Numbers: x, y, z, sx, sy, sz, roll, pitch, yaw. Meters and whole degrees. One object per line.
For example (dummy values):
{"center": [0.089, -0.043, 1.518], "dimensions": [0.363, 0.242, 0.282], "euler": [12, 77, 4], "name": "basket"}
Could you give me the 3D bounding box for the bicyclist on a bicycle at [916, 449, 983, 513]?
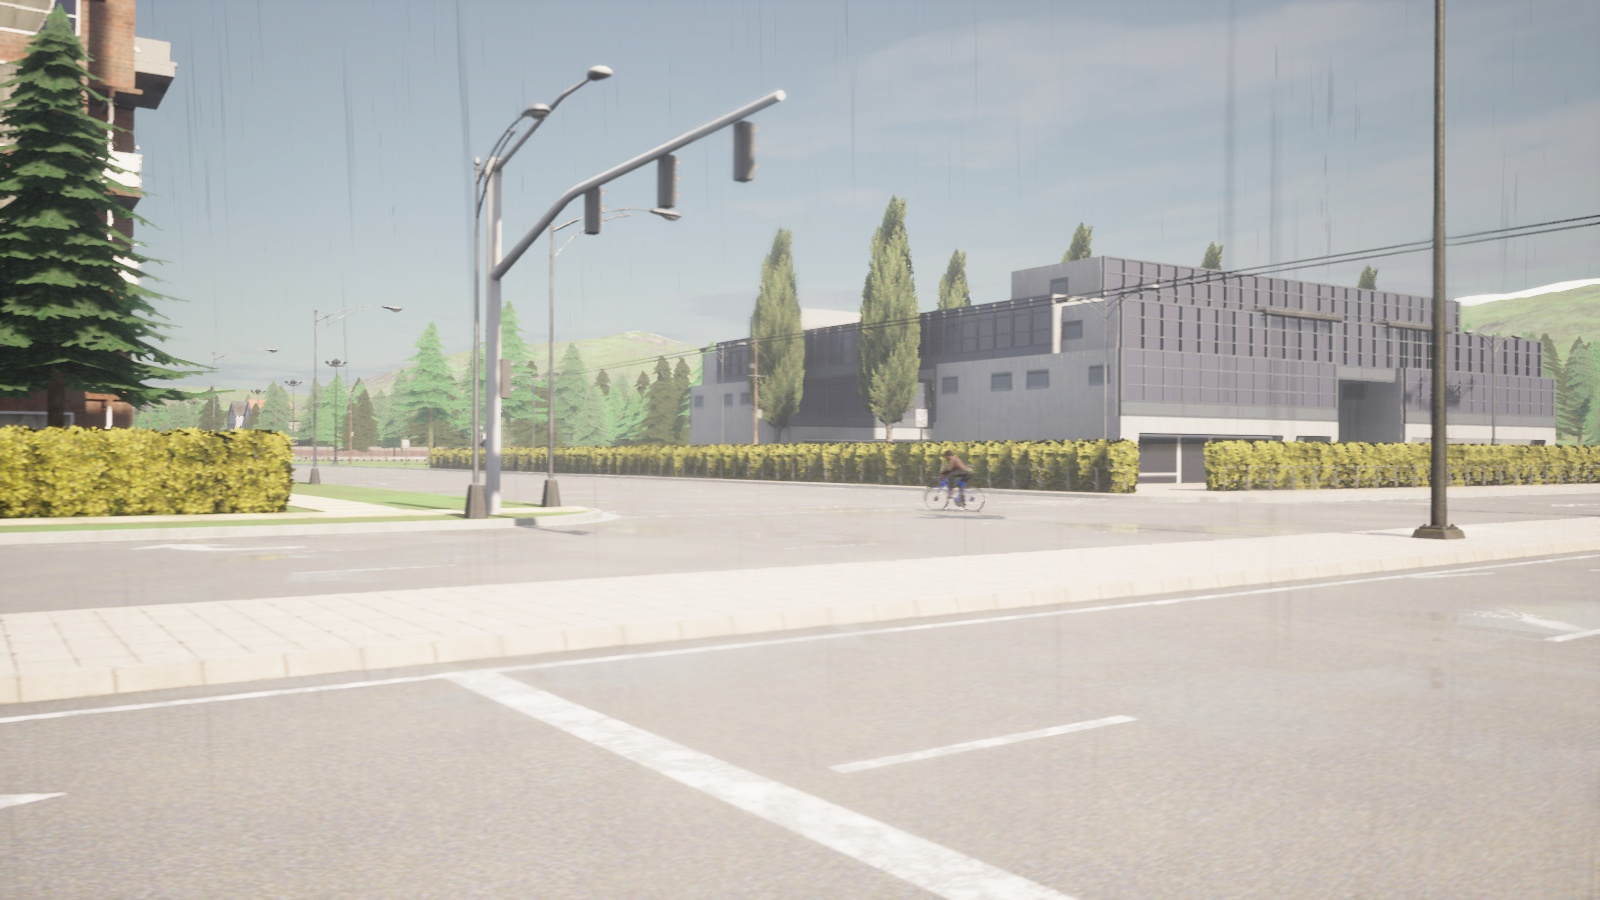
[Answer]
{"center": [3.901, 0.805, 32.765], "dimensions": [1.656, 1.620, 0.582], "euler": [0, -1, 24], "name": "bicyclist on a bicycle"}
